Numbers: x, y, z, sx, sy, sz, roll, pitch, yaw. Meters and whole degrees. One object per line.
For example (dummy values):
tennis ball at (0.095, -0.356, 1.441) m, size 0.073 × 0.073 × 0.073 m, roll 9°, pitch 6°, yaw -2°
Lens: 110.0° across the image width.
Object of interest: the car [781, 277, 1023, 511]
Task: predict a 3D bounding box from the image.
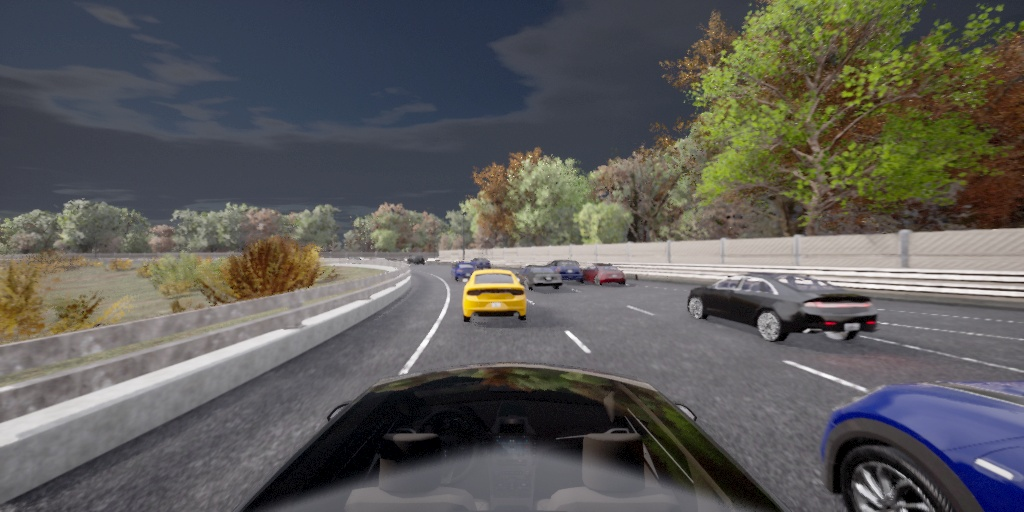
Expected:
car at (3.413, 1.092, 0.856) m, size 2.097 × 1.767 × 4.553 m, roll 0°, pitch 0°, yaw 0°

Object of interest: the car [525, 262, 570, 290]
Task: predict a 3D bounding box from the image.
car at (1.475, 1.246, 21.752) m, size 2.033 × 1.411 × 5.357 m, roll 0°, pitch 0°, yaw -11°

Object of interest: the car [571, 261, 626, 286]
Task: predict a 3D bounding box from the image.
car at (6.048, 1.236, 24.680) m, size 1.994 × 1.385 × 4.181 m, roll 0°, pitch 0°, yaw -14°

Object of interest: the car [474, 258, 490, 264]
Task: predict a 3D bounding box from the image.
car at (-4.722, 1.006, 50.657) m, size 2.097 × 1.767 × 4.553 m, roll 0°, pitch 0°, yaw -26°

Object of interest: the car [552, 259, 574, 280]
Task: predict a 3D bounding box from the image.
car at (3.649, 1.034, 26.475) m, size 2.097 × 1.767 × 4.553 m, roll 0°, pitch 0°, yaw -8°

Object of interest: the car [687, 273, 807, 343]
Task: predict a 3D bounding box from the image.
car at (6.596, 1.198, 9.526) m, size 2.128 × 1.511 × 4.902 m, roll 0°, pitch 0°, yaw -3°

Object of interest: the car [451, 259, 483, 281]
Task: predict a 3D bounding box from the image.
car at (-3.878, 1.226, 29.117) m, size 1.812 × 1.442 × 4.674 m, roll 0°, pitch 0°, yaw -15°

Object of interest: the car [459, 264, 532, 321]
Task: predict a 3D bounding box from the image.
car at (-0.688, 1.205, 12.427) m, size 1.882 × 1.535 × 5.008 m, roll 0°, pitch 0°, yaw -6°
